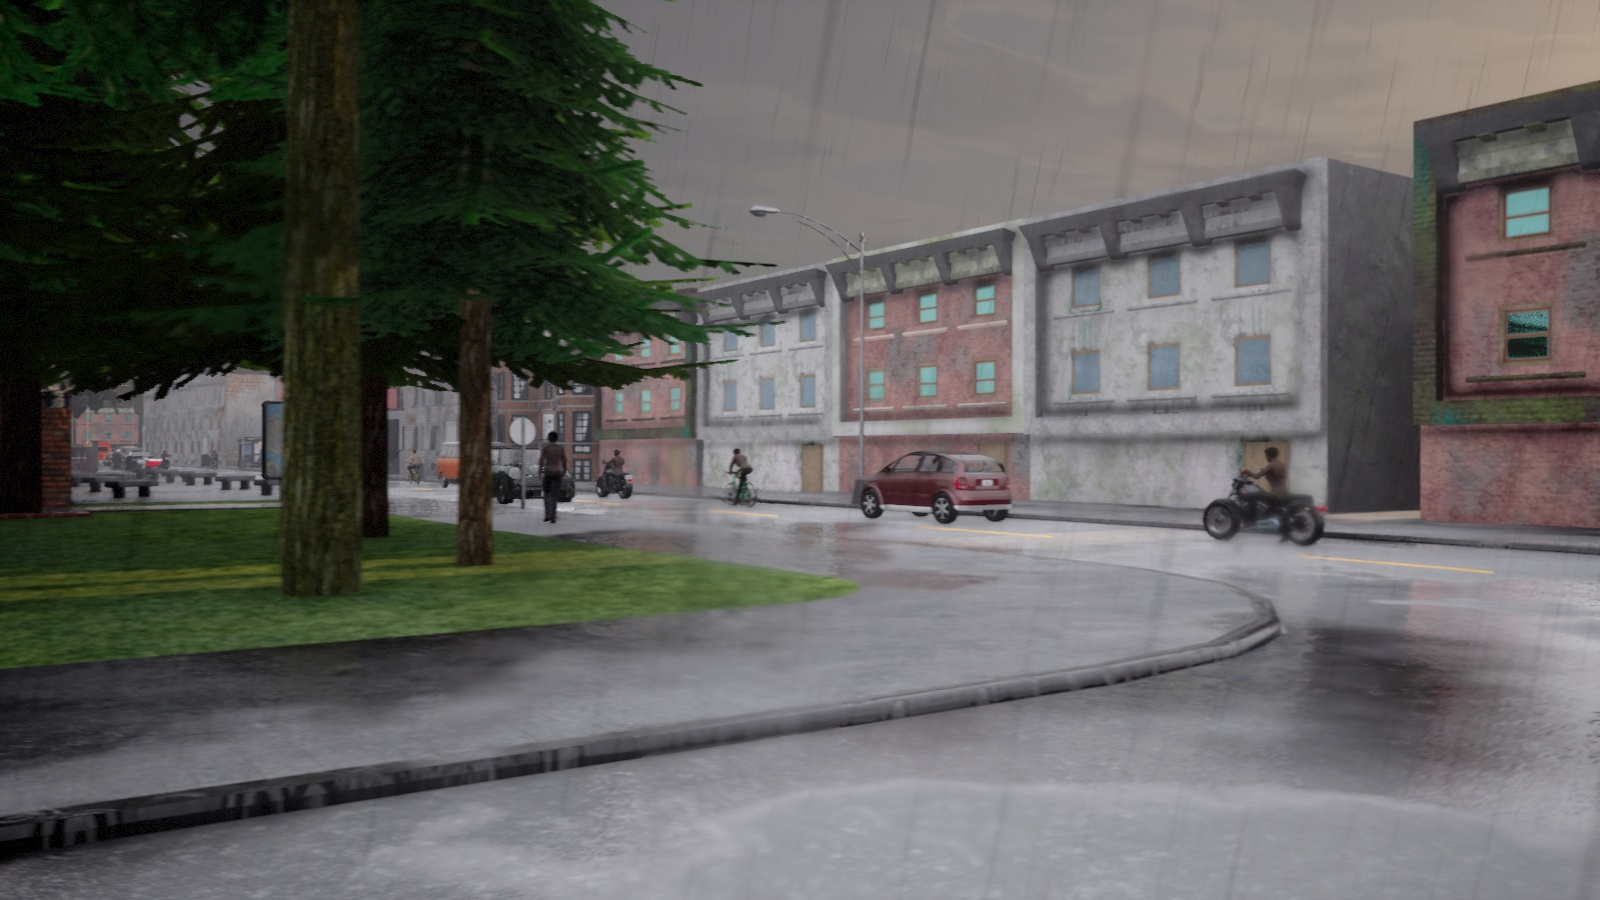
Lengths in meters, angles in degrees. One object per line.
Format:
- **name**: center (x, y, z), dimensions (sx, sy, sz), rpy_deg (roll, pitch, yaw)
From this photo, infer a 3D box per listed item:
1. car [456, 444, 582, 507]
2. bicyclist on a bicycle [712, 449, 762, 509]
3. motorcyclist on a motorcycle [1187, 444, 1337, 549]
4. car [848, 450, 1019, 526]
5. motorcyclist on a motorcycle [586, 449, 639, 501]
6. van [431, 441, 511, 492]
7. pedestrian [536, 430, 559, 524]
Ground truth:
- **car**: center (-8.416, 0.712, 37.267), dimensions (2.097, 1.767, 4.553), rpy_deg (0, 0, -35)
- **bicyclist on a bicycle**: center (-1.736, 0.786, 34.610), dimensions (0.582, 1.620, 1.656), rpy_deg (0, -1, -34)
- **motorcyclist on a motorcycle**: center (7.655, 0.730, 20.941), dimensions (0.766, 1.649, 2.350), rpy_deg (0, 0, -32)
- **car**: center (2.888, 0.786, 27.887), dimensions (1.789, 1.549, 3.705), rpy_deg (0, 0, -34)
- **motorcyclist on a motorcycle**: center (-6.153, 0.809, 41.036), dimensions (0.766, 1.649, 2.350), rpy_deg (0, 0, -35)
- **van**: center (-13.654, 0.656, 51.949), dimensions (1.775, 1.987, 4.442), rpy_deg (0, 0, -35)
- **pedestrian**: center (-4.966, 0.525, 24.671), dimensions (0.328, 1.805, 0.869), rpy_deg (0, 0, -18)
